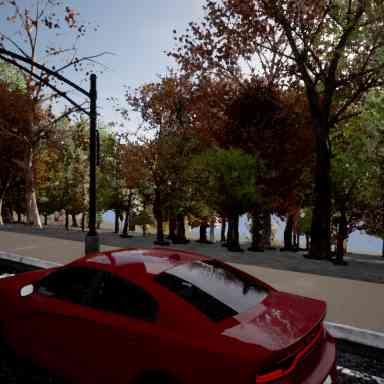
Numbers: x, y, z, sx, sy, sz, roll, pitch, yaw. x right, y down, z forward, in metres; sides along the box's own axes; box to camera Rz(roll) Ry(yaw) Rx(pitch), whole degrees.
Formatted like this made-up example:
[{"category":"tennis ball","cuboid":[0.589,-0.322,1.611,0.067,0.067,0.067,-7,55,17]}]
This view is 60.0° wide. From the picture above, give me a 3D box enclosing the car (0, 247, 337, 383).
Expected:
[{"category":"car","cuboid":[-0.866,1.477,4.293,5.008,1.535,1.882,0,0,35]}]
